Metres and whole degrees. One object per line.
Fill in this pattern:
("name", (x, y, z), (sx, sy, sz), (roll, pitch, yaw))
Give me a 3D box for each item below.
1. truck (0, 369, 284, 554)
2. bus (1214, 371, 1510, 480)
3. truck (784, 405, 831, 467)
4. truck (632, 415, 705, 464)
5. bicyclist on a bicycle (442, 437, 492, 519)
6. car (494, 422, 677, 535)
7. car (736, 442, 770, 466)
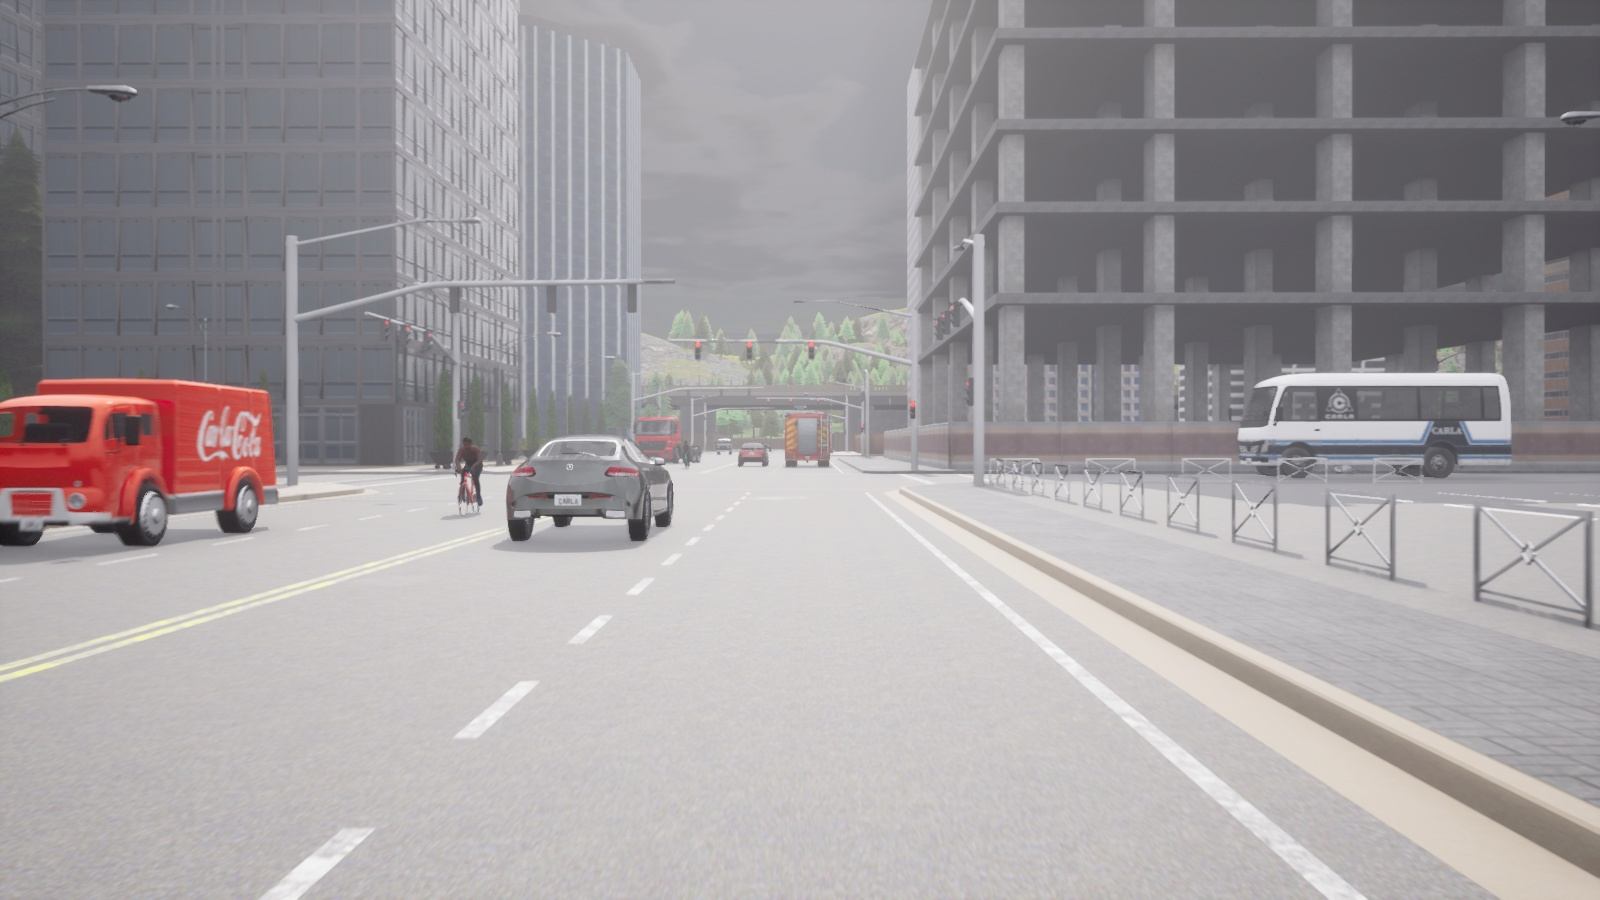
("truck", (-10.374, 0.142, 19.402), (2.627, 2.467, 5.204), (0, 0, 0))
("bus", (22.622, -0.955, 51.085), (10.273, 4.253, 3.944), (0, 0, 0))
("truck", (0.483, -0.880, 82.004), (2.891, 3.827, 8.468), (0, 0, 0))
("truck", (-9.612, -0.766, 92.866), (2.891, 3.462, 7.936), (0, 0, 13))
("bicyclist on a bicycle", (-6.838, 0.548, 25.831), (0.582, 1.620, 1.656), (0, 1, 0))
("car", (-3.366, 0.405, 20.810), (2.152, 1.651, 5.027), (0, 0, 0))
("car", (-3.022, 0.232, 81.379), (2.007, 1.525, 4.514), (0, 0, 0))
